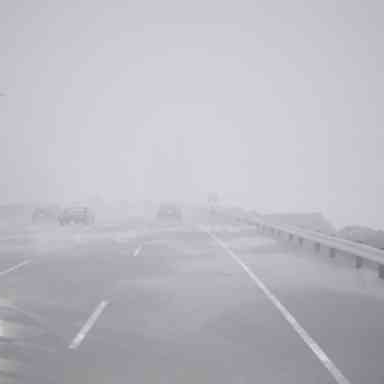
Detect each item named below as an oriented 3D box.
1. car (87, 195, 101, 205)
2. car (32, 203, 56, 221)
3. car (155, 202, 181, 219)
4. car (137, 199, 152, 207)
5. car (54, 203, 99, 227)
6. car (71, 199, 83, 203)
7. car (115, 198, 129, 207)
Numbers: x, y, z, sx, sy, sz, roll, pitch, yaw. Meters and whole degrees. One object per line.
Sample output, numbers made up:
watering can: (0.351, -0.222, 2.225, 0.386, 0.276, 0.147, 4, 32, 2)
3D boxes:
car: (-18.685, 1.516, 63.389, 2.150, 2.045, 5.566, 0, 0, -22)
car: (-12.766, 1.722, 29.432, 1.812, 1.442, 4.674, 0, 0, -11)
car: (-2.174, 1.606, 29.469, 1.994, 1.385, 4.181, -1, 0, -10)
car: (-8.041, 1.738, 55.679, 1.895, 1.301, 4.718, -1, 0, -19)
car: (-8.337, 1.731, 24.390, 1.895, 1.301, 4.718, -1, 0, -8)
car: (-21.668, 1.938, 62.510, 1.895, 1.301, 4.718, -1, 0, -23)
car: (-11.818, 1.739, 55.971, 2.033, 1.411, 5.357, -1, 0, -21)
